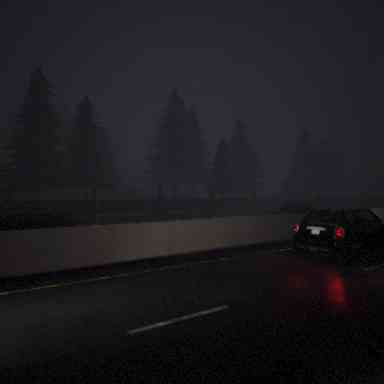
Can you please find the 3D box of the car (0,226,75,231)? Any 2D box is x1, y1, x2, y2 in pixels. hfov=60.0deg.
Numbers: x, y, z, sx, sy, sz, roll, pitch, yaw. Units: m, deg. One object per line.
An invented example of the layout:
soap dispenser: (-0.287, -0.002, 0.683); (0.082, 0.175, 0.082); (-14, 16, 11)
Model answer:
car: (-8.009, 1.488, 15.476); (4.902, 1.511, 2.128); (0, 0, -35)

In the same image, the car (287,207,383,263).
car: (5.796, 1.331, 12.178); (4.553, 1.767, 2.097); (0, 0, -36)
